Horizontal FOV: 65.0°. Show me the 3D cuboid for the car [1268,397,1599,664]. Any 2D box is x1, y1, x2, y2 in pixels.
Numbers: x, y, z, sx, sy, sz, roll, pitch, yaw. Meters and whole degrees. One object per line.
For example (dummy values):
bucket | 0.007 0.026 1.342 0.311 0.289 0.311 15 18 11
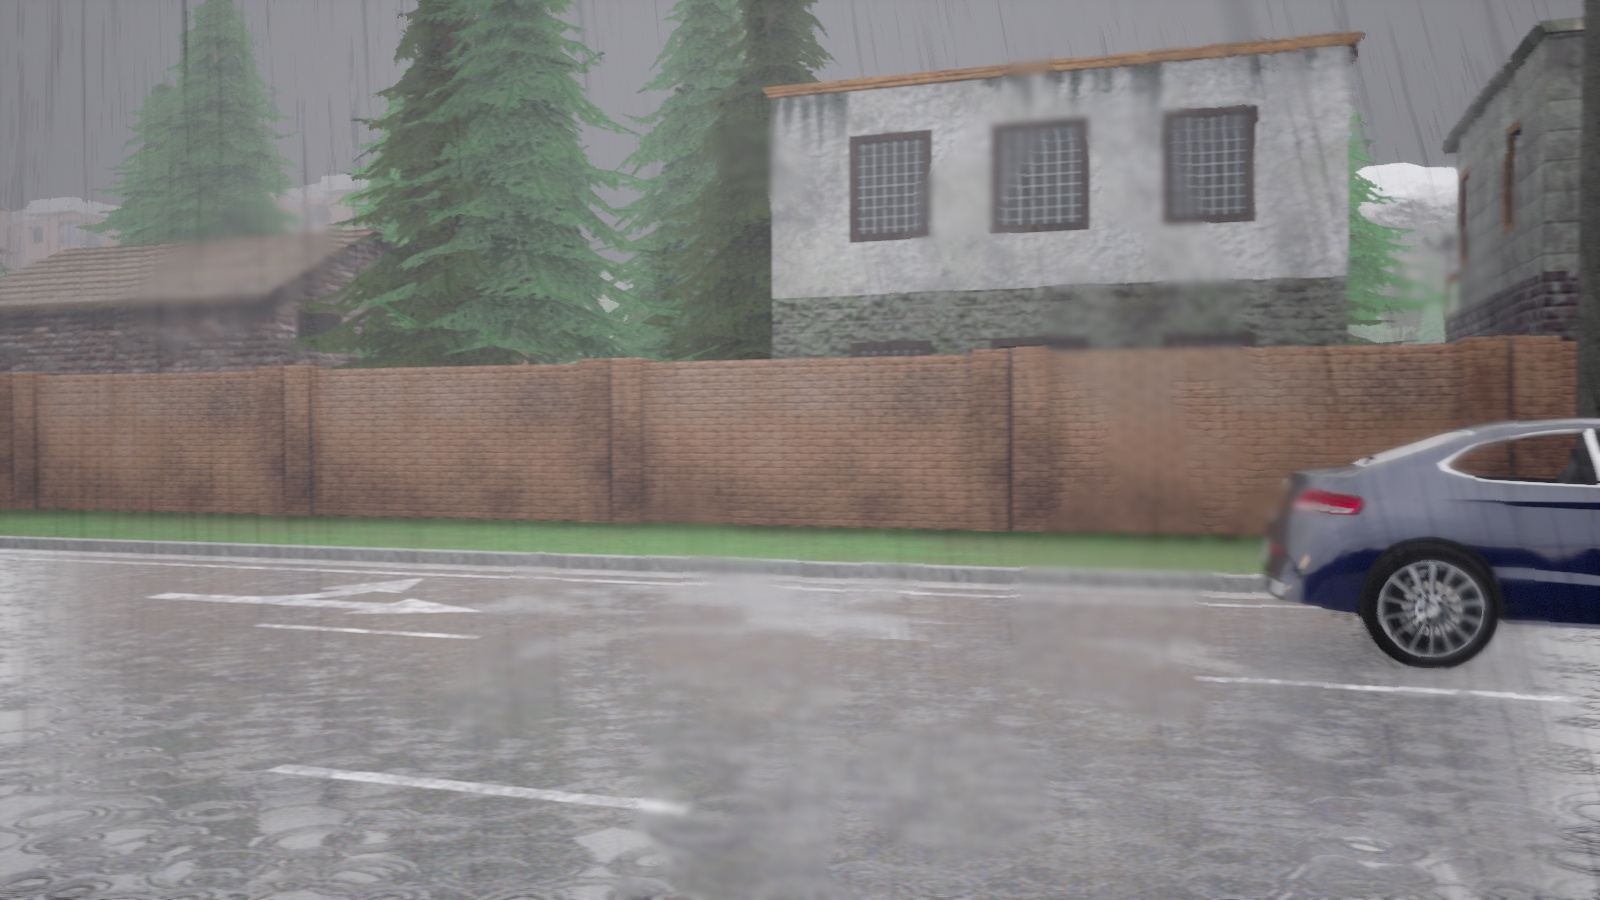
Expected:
car | 5.927 0.490 8.581 5.027 1.651 2.152 1 1 19
